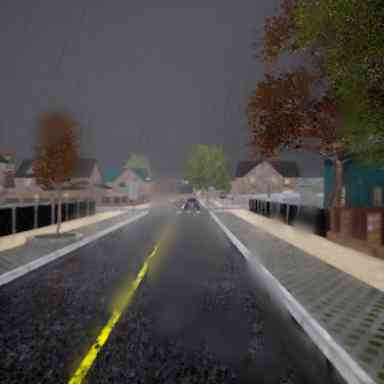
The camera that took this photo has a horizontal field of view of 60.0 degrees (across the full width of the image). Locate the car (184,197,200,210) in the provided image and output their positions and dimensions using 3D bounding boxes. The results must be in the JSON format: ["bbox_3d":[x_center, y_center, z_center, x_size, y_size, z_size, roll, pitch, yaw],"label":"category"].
[{"bbox_3d":[0.000,1.529,43.408,1.812,1.442,4.674,0,0,0],"label":"car"}]

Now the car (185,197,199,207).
[{"bbox_3d":[0.000,1.570,53.254,2.033,1.411,5.357,0,0,0],"label":"car"}]
